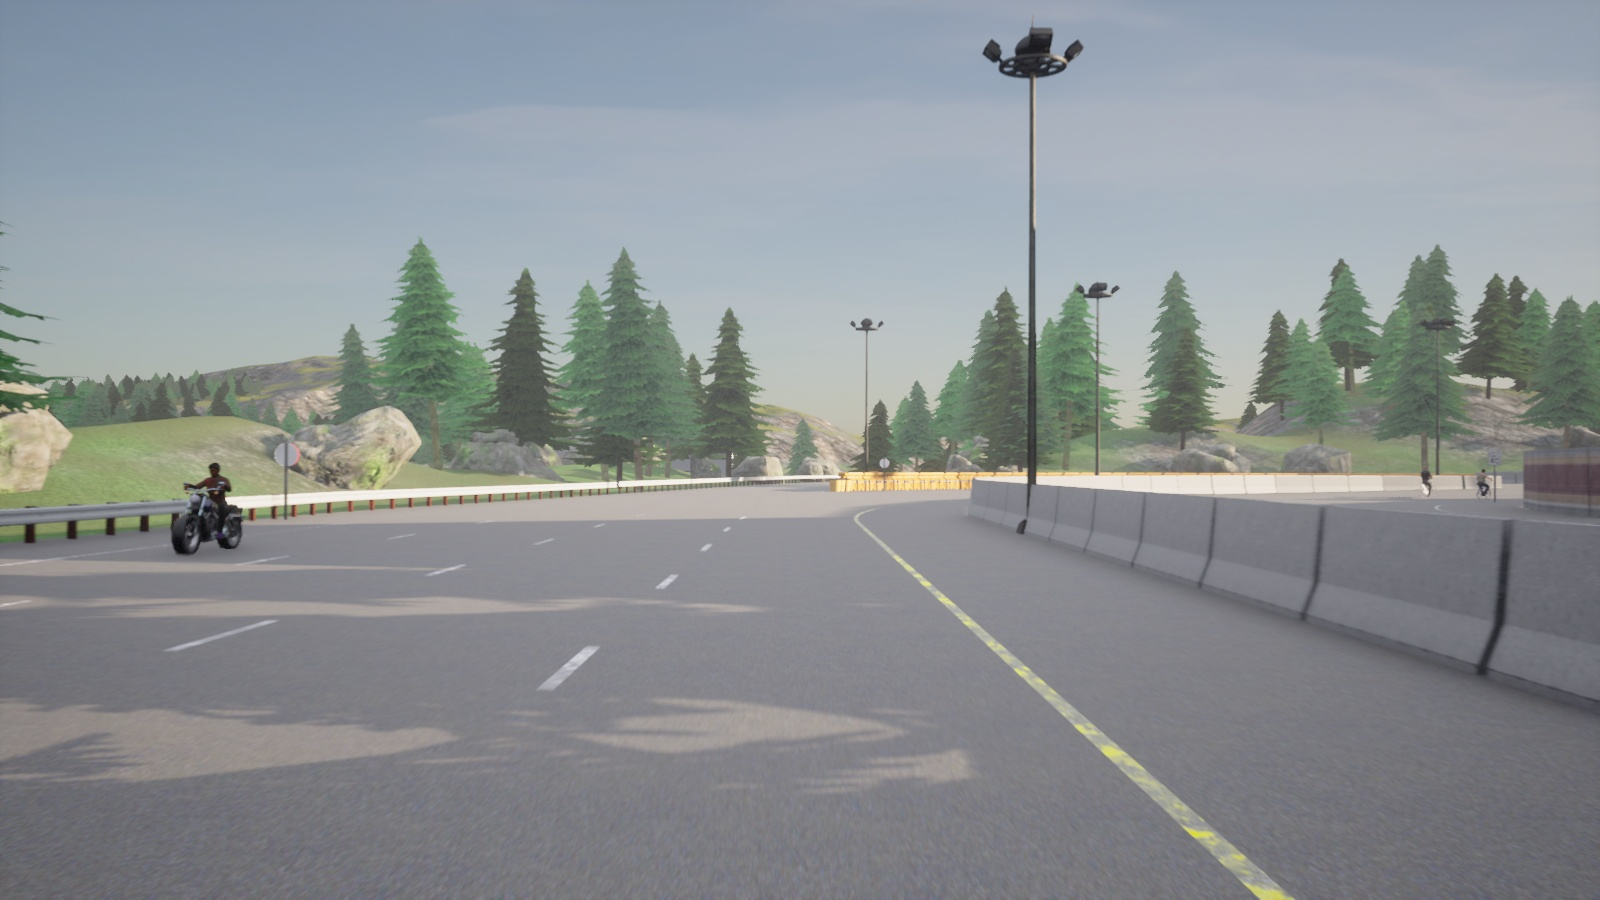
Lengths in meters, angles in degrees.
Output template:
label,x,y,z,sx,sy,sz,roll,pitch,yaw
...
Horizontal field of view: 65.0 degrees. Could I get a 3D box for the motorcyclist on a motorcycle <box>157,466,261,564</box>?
label,x,y,z,sx,sy,sz,roll,pitch,yaw
motorcyclist on a motorcycle,-10.554,1.121,22.532,0.766,1.649,2.350,0,-1,0
